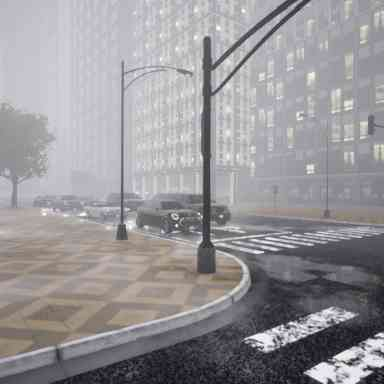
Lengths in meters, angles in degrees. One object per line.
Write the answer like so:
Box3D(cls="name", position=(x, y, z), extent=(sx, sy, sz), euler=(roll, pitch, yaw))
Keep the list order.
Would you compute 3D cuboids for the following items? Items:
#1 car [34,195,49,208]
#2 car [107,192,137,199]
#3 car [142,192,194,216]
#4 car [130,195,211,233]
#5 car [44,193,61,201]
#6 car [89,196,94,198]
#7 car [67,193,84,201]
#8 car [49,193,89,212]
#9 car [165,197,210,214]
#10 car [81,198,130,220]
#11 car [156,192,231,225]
Box3D(cls="car", position=(-18.575, 1.113, 41.853), extent=(2.128, 1.511, 4.902), euler=(0, 0, -36))
Box3D(cls="car", position=(-6.067, 1.000, 30.431), extent=(2.150, 2.045, 5.566), euler=(0, 0, -37))
Box3D(cls="car", position=(-2.379, 1.030, 31.248), extent=(2.150, 2.045, 5.566), euler=(0, 0, -37))
Box3D(cls="car", position=(-1.327, 1.216, 18.606), extent=(2.097, 1.767, 4.553), euler=(0, 0, -37))
Box3D(cls="car", position=(-26.952, 0.999, 64.275), extent=(1.994, 1.385, 4.181), euler=(0, 0, -37))
Box3D(cls="car", position=(-12.176, 1.184, 38.649), extent=(2.128, 1.511, 4.902), euler=(0, 0, -37))
Box3D(cls="car", position=(-22.320, 1.010, 63.496), extent=(1.812, 1.442, 4.674), euler=(0, 0, -37))
Box3D(cls="car", position=(-12.569, 1.062, 33.725), extent=(2.097, 1.767, 4.553), euler=(0, 0, -37))
Box3D(cls="car", position=(-0.551, 1.303, 34.232), extent=(2.128, 1.511, 4.902), euler=(0, 0, -37))
Box3D(cls="car", position=(-6.697, 1.393, 25.817), extent=(1.895, 1.301, 4.718), euler=(0, 0, -37))
Box3D(cls="car", position=(0.112, 1.085, 22.117), extent=(2.150, 2.045, 5.566), euler=(0, 0, -37))
